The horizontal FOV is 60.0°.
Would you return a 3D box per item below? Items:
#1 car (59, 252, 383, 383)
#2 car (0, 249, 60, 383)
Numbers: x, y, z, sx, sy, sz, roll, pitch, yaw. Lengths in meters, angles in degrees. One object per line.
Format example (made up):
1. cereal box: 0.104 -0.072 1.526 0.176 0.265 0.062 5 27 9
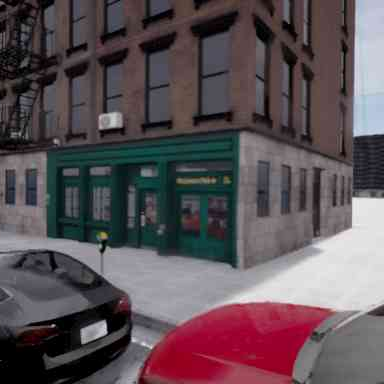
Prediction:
1. car: 1.872 1.325 1.475 5.009 1.841 2.192 1 1 36
2. car: -2.740 1.501 4.765 4.313 1.339 1.947 1 1 36
